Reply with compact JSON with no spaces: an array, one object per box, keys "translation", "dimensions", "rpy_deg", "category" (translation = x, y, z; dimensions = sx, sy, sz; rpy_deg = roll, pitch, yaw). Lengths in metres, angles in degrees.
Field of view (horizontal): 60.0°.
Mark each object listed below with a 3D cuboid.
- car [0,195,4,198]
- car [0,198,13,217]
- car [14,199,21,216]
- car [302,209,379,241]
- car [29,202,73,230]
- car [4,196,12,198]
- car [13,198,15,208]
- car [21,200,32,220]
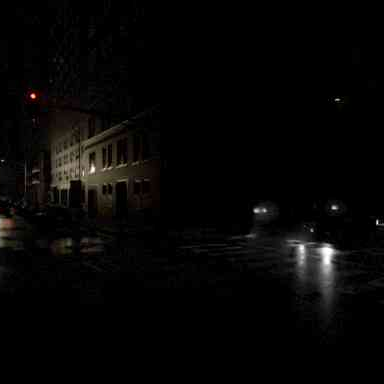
[{"translation":[-29.490,1.550,53.751],"dimensions":[2.008,1.369,4.403],"rpy_deg":[1,0,-32],"category":"car"},{"translation":[-17.915,1.528,30.656],"dimensions":[1.812,1.442,4.674],"rpy_deg":[0,0,-32],"category":"car"},{"translation":[-14.709,1.553,30.379],"dimensions":[2.008,1.369,4.403],"rpy_deg":[1,0,-32],"category":"car"},{"translation":[7.930,1.668,17.625],"dimensions":[4.892,1.490,1.837],"rpy_deg":[0,-1,-33],"category":"car"},{"translation":[-8.797,1.568,21.031],"dimensions":[1.947,1.339,4.313],"rpy_deg":[1,0,-32],"category":"car"},{"translation":[-23.578,1.567,44.403],"dimensions":[1.947,1.339,4.313],"rpy_deg":[1,0,-32],"category":"car"},{"translation":[-17.665,1.547,35.054],"dimensions":[1.887,1.381,4.507],"rpy_deg":[1,0,-32],"category":"car"},{"translation":[-11.753,1.547,25.705],"dimensions":[1.887,1.381,4.507],"rpy_deg":[1,0,-32],"category":"car"}]
